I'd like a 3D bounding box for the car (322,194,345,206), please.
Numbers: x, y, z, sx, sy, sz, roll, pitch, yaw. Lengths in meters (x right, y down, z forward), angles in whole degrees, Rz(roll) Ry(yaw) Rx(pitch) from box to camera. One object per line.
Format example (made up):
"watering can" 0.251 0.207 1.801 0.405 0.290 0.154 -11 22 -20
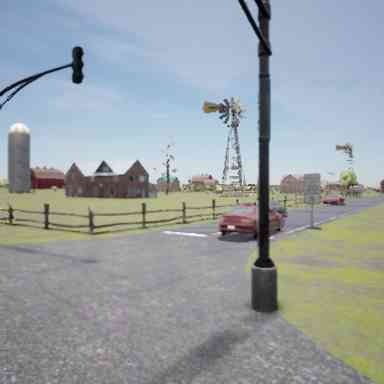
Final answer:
"car" 18.321 0.967 43.009 1.882 1.535 5.008 0 0 36

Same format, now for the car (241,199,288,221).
"car" 5.553 1.266 24.986 1.994 1.385 4.181 0 1 35

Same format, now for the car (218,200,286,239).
"car" 2.920 1.311 15.967 1.812 1.442 4.674 0 0 33
